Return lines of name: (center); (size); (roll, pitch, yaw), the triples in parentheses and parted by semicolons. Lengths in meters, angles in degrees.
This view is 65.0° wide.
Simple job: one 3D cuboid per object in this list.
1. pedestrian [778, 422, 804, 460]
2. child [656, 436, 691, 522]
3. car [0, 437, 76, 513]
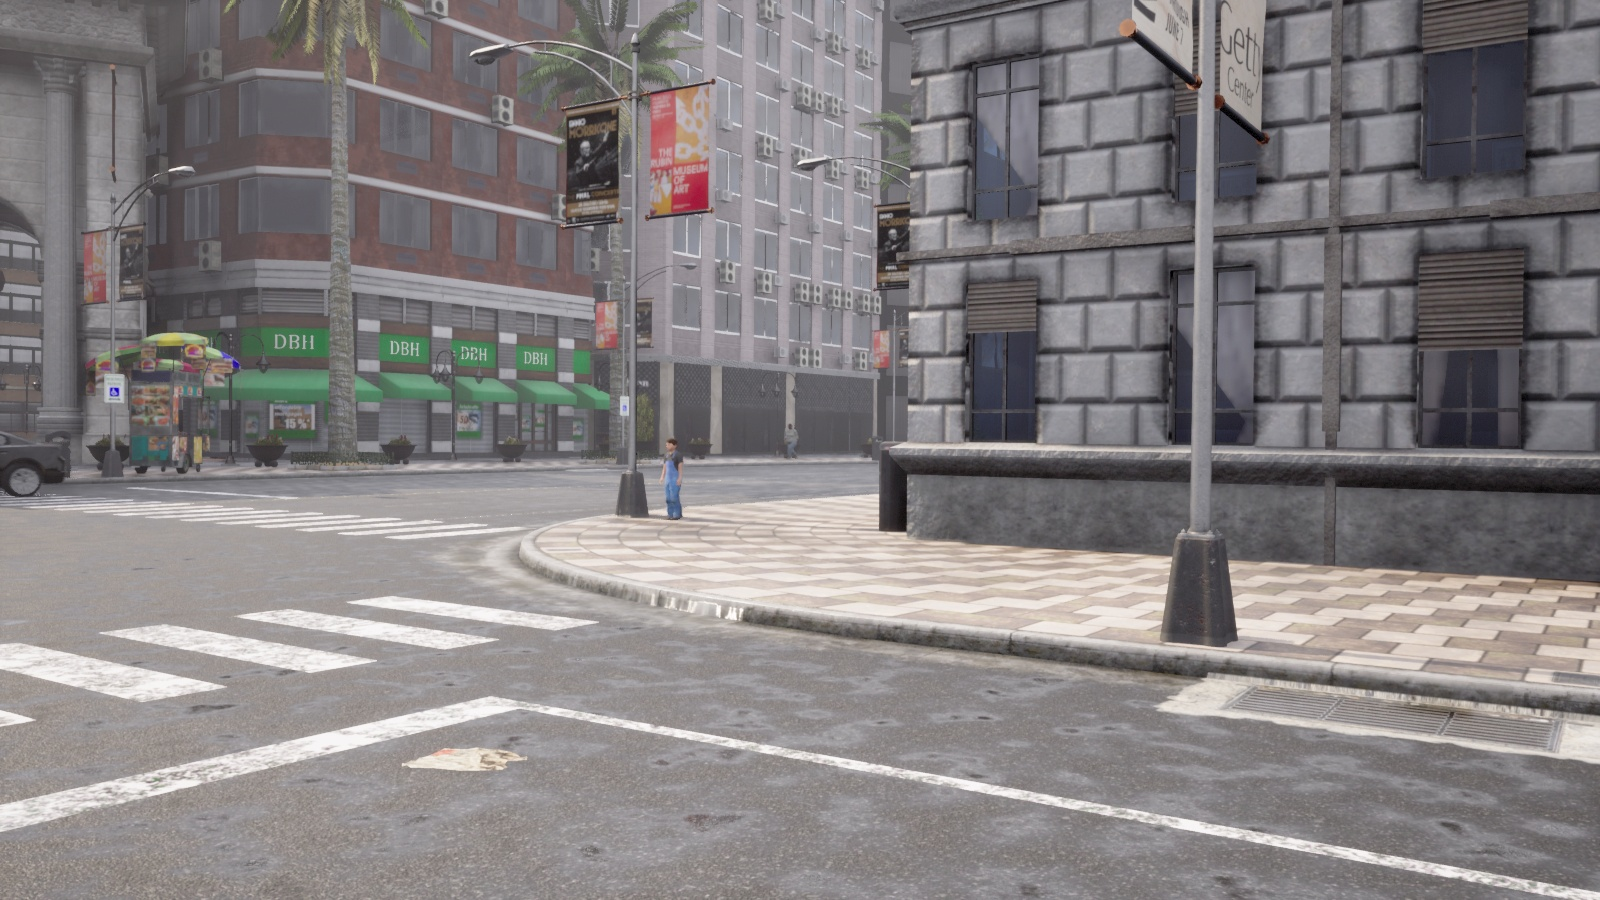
pedestrian: (-0.449, -0.451, 61.794); (0.874, 1.855, 0.900); (0, 1, 45)
child: (-1.903, 0.427, 18.894); (0.270, 1.263, 0.437); (0, 1, 43)
car: (-17.644, 0.524, 25.233); (1.882, 1.535, 5.008); (0, 1, 34)
